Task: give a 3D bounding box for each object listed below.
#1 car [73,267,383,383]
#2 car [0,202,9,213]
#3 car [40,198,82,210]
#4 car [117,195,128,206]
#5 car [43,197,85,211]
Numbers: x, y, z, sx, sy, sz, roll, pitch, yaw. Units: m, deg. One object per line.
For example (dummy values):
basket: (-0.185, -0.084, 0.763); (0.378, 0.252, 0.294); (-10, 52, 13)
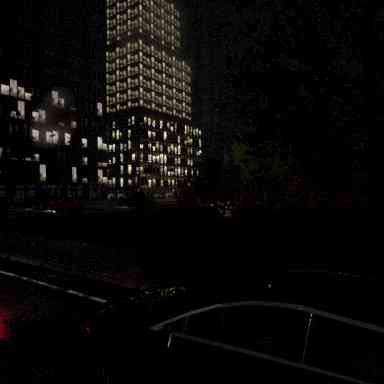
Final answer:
car: (0.922, 1.492, 3.029); (4.902, 1.511, 2.128); (0, 0, 35)
car: (-21.656, 1.609, 35.032); (1.994, 1.385, 4.181); (-1, -1, 37)
car: (-17.834, 1.582, 45.516); (1.882, 1.535, 5.008); (-1, -1, 37)
car: (-9.964, 1.341, 55.950); (2.150, 2.045, 5.566); (-1, -1, 37)
car: (-16.058, 1.409, 42.474); (2.097, 1.767, 4.553); (-1, -1, 37)
